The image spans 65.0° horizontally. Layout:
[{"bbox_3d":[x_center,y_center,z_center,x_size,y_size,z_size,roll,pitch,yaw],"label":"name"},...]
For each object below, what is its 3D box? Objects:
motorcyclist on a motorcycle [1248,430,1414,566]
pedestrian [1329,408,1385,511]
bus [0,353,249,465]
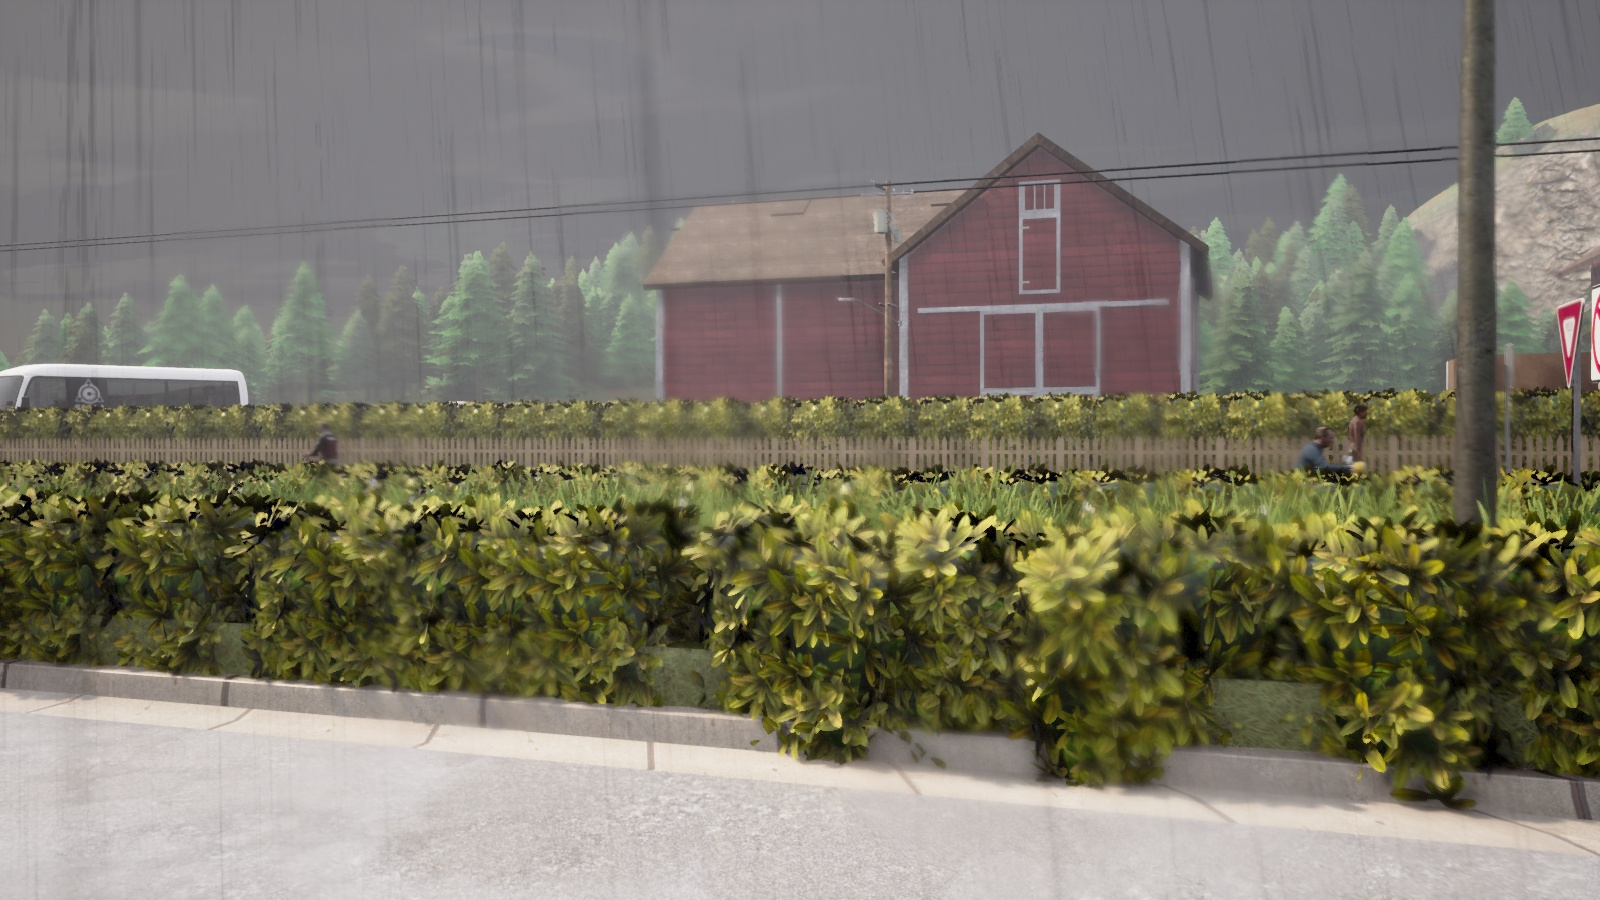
[{"bbox_3d":[6.515,0.556,15.511,1.817,1.590,0.866,0,1,19],"label":"motorcyclist on a motorcycle"},{"bbox_3d":[9.875,0.162,22.268,0.869,1.805,0.328,1,1,19],"label":"pedestrian"},{"bbox_3d":[-29.281,-1.664,53.158,3.944,4.253,10.273,1,1,37],"label":"bus"}]
